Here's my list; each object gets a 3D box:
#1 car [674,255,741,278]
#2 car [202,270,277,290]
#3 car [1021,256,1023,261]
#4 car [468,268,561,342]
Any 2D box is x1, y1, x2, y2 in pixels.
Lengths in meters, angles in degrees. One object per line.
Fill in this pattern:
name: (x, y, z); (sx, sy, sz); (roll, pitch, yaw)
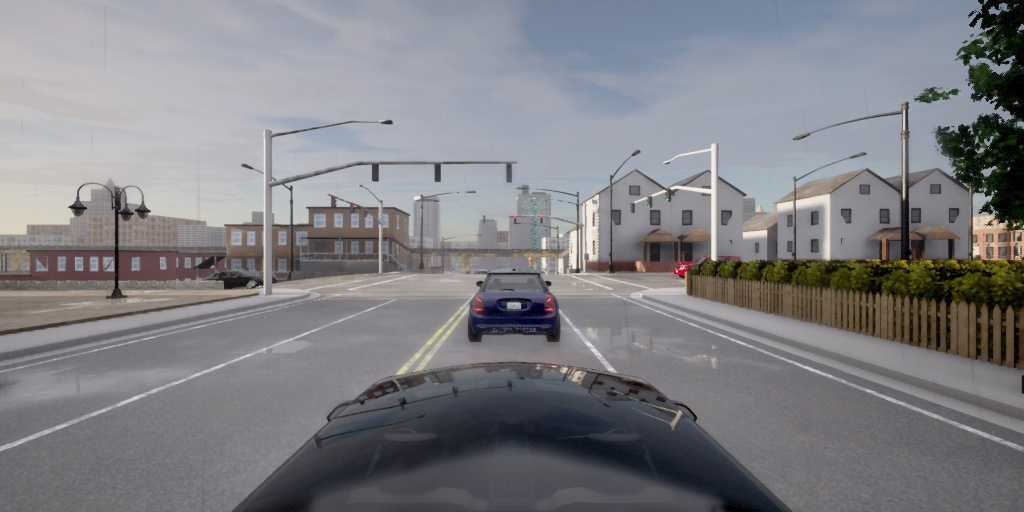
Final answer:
car: (17.042, 0.971, 31.060); (5.566, 2.045, 2.150); (0, 0, -1)
car: (-20.316, 1.771, 26.752); (4.892, 1.490, 1.837); (-5, 0, -1)
car: (42.784, 0.971, 27.774); (5.566, 2.045, 2.150); (0, 0, -1)
car: (0.055, 1.102, 9.942); (2.097, 1.767, 4.553); (0, 0, 0)
